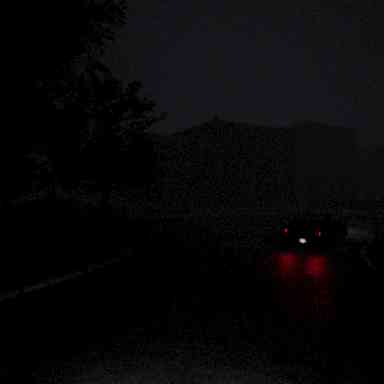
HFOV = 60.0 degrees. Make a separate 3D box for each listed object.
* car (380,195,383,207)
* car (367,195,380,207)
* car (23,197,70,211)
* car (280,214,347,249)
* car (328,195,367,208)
[{"bbox_3d":[26.062,1.418,49.324,2.002,1.452,4.674,0,1,-31],"label":"car"},{"bbox_3d":[23.687,1.385,47.927,2.097,1.535,5.008,0,1,-31],"label":"car"},{"bbox_3d":[-14.841,1.213,33.997,4.902,1.511,2.128,1,0,16],"label":"car"},{"bbox_3d":[5.613,1.623,14.912,1.895,1.301,4.718,1,0,34],"label":"car"},{"bbox_3d":[21.328,1.262,46.488,2.185,1.767,4.553,0,1,-31],"label":"car"}]
